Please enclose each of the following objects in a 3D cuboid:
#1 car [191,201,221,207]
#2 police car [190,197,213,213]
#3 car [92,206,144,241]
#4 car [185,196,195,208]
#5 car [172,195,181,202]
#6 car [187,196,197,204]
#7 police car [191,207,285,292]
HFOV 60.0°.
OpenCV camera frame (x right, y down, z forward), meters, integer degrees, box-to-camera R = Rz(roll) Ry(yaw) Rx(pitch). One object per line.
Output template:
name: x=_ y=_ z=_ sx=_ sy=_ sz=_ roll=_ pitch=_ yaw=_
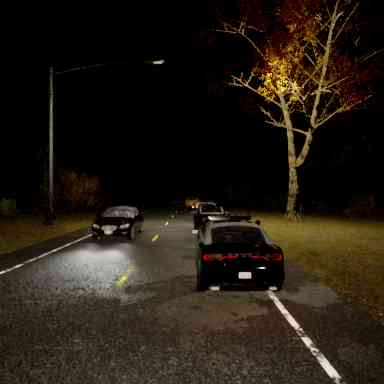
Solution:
car: x=1.016 y=1.505 z=18.980 sx=1.837 sy=1.490 sz=4.892 roll=0 pitch=0 yaw=0
police car: x=1.016 y=1.423 z=25.090 sx=1.930 sy=1.638 sz=5.238 roll=0 pitch=0 yaw=0
car: x=-3.630 y=1.491 z=16.911 sx=2.128 sy=1.511 sz=4.902 roll=0 pitch=0 yaw=0
car: x=-0.003 y=1.470 z=47.094 sx=1.882 sy=1.535 sz=5.008 roll=0 pitch=0 yaw=1
car: x=-3.536 y=1.518 z=78.101 sx=2.033 sy=1.411 sz=5.357 roll=0 pitch=0 yaw=0
car: x=-0.036 y=1.487 z=65.128 sx=1.837 sy=1.490 sz=4.892 roll=0 pitch=0 yaw=0
police car: x=1.030 y=1.425 z=9.096 sx=1.930 sy=1.638 sz=5.238 roll=0 pitch=0 yaw=0
